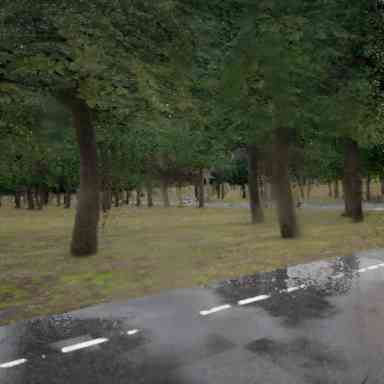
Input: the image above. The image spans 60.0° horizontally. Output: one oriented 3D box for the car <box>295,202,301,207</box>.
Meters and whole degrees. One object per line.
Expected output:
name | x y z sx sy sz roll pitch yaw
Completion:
car | 21.938 2.627 74.506 1.837 1.490 4.892 -4 1 -36
